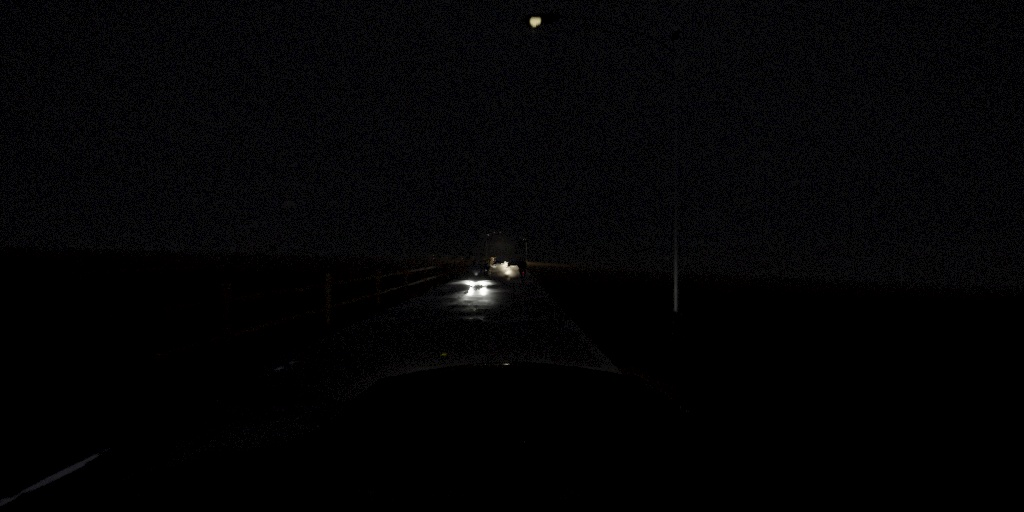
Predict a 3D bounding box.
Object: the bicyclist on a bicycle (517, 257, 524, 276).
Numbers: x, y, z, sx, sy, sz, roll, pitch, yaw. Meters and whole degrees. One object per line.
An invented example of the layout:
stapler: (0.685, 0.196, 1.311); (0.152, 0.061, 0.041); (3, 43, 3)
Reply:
bicyclist on a bicycle: (0.815, 1.010, 34.379); (0.659, 1.776, 1.843); (0, 0, 0)

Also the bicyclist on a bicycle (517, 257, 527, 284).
bicyclist on a bicycle: (0.788, 1.047, 25.382); (0.659, 1.776, 1.843); (0, 0, 0)

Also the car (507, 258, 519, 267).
car: (0.220, 1.079, 58.305); (1.812, 1.442, 4.674); (0, 0, 1)

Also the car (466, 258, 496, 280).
car: (-2.797, 1.146, 30.623); (2.128, 1.511, 4.902); (0, 0, 0)
